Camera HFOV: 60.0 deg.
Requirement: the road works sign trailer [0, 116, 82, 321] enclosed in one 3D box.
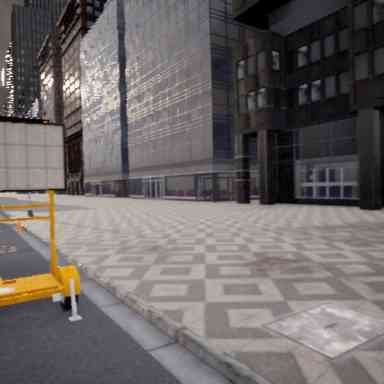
[{"bbox_3d":[-3.613,0.404,6.191,2.380,3.560,2.880,-2,2,-34],"label":"road works sign trailer"}]
